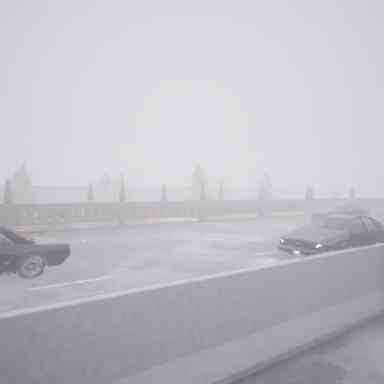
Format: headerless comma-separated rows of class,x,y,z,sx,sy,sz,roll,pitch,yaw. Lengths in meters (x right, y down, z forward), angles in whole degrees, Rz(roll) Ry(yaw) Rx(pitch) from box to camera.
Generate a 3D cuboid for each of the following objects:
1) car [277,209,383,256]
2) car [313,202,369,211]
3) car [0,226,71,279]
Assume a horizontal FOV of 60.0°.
car,5.530,1.548,12.204,5.357,1.411,2.033,0,0,-35
car,10.697,1.478,24.007,5.008,1.535,1.882,0,0,-32
car,-5.739,1.601,8.493,4.718,1.301,1.895,0,0,-35
